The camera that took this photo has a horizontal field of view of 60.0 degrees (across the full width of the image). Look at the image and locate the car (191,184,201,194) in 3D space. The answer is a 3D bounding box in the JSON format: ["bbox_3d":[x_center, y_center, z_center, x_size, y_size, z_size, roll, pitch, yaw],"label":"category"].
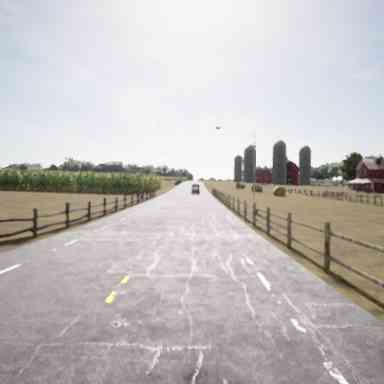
[{"bbox_3d":[0.811,-0.387,73.101,1.882,1.535,5.008,0,3,1],"label":"car"}]
